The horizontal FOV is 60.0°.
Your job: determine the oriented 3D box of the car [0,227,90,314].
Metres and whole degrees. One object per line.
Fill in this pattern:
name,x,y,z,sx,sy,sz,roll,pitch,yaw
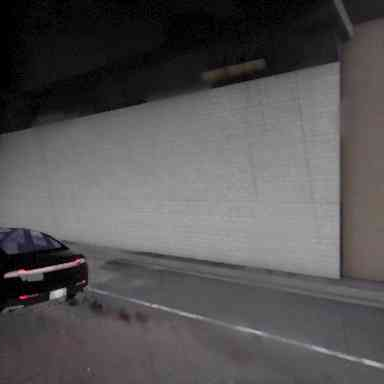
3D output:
car,-4.227,1.499,7.011,4.902,1.511,2.128,0,0,36
